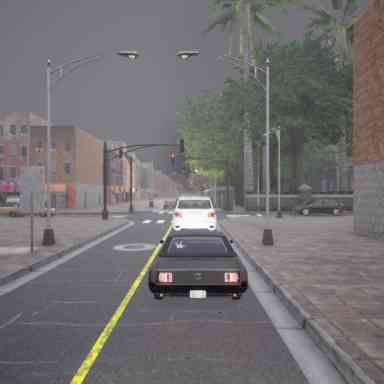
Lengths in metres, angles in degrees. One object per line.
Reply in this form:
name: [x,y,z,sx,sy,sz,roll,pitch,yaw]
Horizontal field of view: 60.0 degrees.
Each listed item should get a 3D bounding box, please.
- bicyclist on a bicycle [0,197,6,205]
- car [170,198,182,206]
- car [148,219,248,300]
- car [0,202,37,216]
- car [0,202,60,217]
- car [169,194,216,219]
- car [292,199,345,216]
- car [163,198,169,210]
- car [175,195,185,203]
bicyclist on a bicycle: [-20.087,1.372,35.359,0.582,1.620,1.656,0,0,0]
car: [-2.741,1.653,57.503,1.895,1.301,4.718,0,0,0]
car: [0.114,1.603,8.371,1.895,1.301,4.718,0,0,0]
car: [-17.823,1.660,32.329,4.718,1.301,1.895,0,0,2]
car: [-14.394,1.571,29.710,4.829,1.417,1.752,0,0,0]
car: [0.134,1.230,18.136,2.150,2.045,5.566,0,0,0]
car: [12.283,1.491,32.441,4.892,1.490,1.837,0,0,0]
car: [-2.777,1.563,44.588,1.812,1.442,4.674,0,0,0]
car: [-2.636,1.544,72.699,1.882,1.535,5.008,0,0,0]
